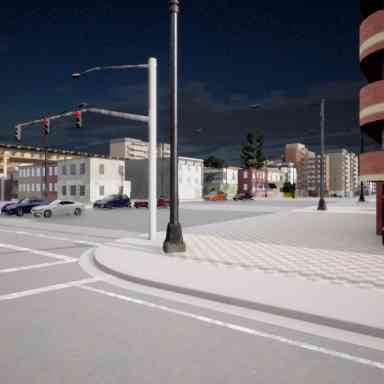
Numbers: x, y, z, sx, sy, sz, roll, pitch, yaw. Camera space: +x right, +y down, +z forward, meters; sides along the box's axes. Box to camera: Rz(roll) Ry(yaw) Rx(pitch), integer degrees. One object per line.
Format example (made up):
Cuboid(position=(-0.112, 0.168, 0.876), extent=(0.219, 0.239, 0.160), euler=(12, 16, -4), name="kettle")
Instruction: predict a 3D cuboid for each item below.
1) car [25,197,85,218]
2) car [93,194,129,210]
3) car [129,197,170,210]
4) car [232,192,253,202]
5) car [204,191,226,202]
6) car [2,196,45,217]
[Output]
Cuboid(position=(-11.607, 1.393, 29.080), extent=(1.812, 1.442, 4.674), euler=(0, 1, 37), name="car")
Cuboid(position=(-9.134, 1.095, 38.252), extent=(2.097, 1.767, 4.553), euler=(0, 1, 37), name="car")
Cuboid(position=(-4.574, 1.293, 38.529), extent=(1.895, 1.301, 4.718), euler=(0, 1, 37), name="car")
Cuboid(position=(8.611, 0.812, 56.147), extent=(1.837, 1.490, 4.892), euler=(0, 1, 37), name="car")
Cuboid(position=(3.865, 0.712, 55.681), extent=(2.097, 1.767, 4.553), euler=(0, 1, 37), name="car")
Cuboid(position=(-14.854, 1.231, 30.547), extent=(2.097, 1.767, 4.553), euler=(0, 1, 37), name="car")
